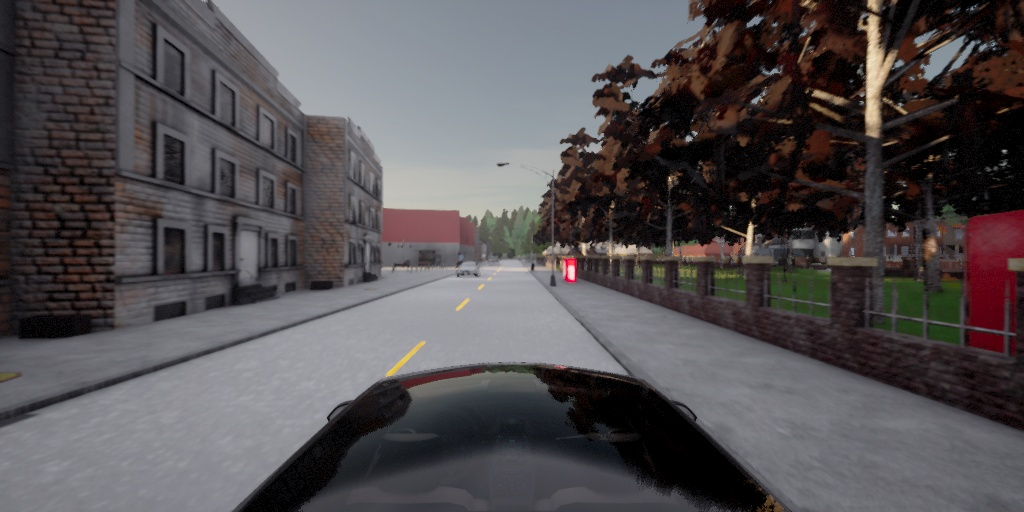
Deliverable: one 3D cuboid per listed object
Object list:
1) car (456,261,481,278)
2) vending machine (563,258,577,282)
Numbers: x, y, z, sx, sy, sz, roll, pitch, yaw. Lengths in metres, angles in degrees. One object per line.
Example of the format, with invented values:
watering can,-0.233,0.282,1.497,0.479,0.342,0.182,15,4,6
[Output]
car,-3.999,1.239,33.578,1.812,1.442,4.674,0,0,0
vending machine,4.369,1.164,27.019,1.100,2.100,0.880,0,0,0
